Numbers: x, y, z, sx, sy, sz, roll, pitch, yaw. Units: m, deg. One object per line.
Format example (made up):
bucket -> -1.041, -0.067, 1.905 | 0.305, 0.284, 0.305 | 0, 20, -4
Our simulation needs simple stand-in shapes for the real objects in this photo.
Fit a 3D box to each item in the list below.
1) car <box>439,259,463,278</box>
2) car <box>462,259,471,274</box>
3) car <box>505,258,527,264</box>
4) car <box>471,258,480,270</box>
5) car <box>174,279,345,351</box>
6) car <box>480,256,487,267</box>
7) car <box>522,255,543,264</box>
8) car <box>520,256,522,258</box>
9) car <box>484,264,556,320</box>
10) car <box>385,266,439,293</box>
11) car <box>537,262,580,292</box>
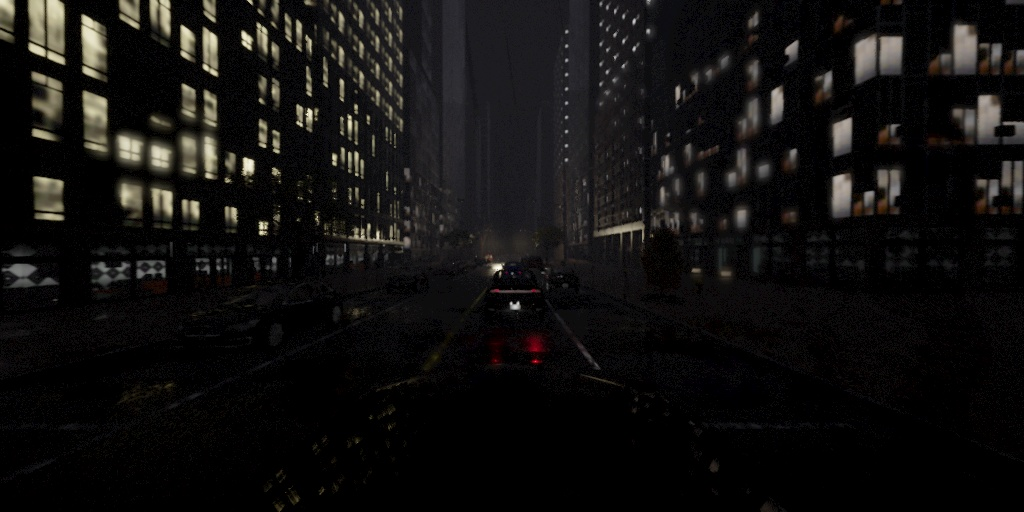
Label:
car -> -5.713, 1.210, 31.496 | 1.802, 1.307, 4.207 | 0, 0, 0
car -> -5.717, 1.044, 37.179 | 1.967, 1.591, 4.097 | 0, 0, 0
car -> 0.068, 1.160, 29.936 | 1.812, 1.442, 4.674 | 0, 0, 0
car -> -5.725, 1.083, 48.377 | 1.751, 1.417, 4.829 | 0, 0, 0
car -> -5.697, 1.272, 8.762 | 2.007, 1.370, 4.403 | 0, 0, 0
car -> -5.734, 1.075, 59.914 | 1.948, 1.339, 4.313 | 0, 0, 0
car -> 2.660, 0.896, 42.869 | 2.192, 1.841, 5.009 | 0, 0, 0
car -> 2.656, 0.872, 48.553 | 2.192, 1.841, 5.009 | 0, 0, 0
car -> 0.091, 1.198, 12.430 | 2.128, 1.511, 4.902 | 0, 0, 0
car -> -5.705, 1.225, 20.128 | 2.007, 1.370, 4.403 | 0, 0, 0
car -> 2.676, 1.225, 20.134 | 2.007, 1.370, 4.403 | 0, 0, 0
